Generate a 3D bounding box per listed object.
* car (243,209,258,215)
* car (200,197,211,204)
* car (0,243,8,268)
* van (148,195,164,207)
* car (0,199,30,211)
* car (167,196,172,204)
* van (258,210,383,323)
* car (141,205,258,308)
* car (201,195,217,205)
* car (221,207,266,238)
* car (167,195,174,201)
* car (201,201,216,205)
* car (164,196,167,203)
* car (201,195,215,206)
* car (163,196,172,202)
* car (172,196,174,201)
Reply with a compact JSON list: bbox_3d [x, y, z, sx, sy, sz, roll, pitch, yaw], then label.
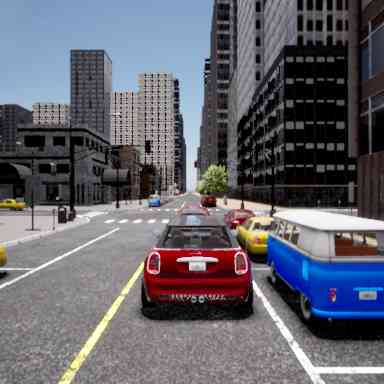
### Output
[{"bbox_3d":[2.681,1.523,12.757,1.752,1.417,4.829,0,0,0],"label":"car"},{"bbox_3d":[2.654,1.637,67.210,1.947,1.339,4.313,0,0,0],"label":"car"},{"bbox_3d":[-5.696,1.524,6.749,1.752,1.417,4.829,0,0,0],"label":"car"},{"bbox_3d":[-5.719,1.381,50.632,1.690,1.788,3.998,0,0,0],"label":"van"},{"bbox_3d":[-21.428,1.458,38.455,4.829,1.417,1.752,0,0,0],"label":"car"},{"bbox_3d":[-5.727,1.511,67.204,1.967,1.590,4.097,0,0,0],"label":"car"},{"bbox_3d":[2.684,1.339,6.923,1.690,1.788,3.998,0,0,0],"label":"van"},{"bbox_3d":[0.095,1.350,8.064,2.097,1.767,4.553,0,0,0],"label":"car"},{"bbox_3d":[2.661,1.355,50.638,2.192,1.841,5.009,0,0,0],"label":"car"},{"bbox_3d":[2.678,1.582,18.250,1.802,1.307,4.206,0,0,0],"label":"car"},{"bbox_3d":[-5.738,1.649,89.129,1.752,1.417,4.829,0,0,0],"label":"car"},{"bbox_3d":[0.091,1.477,17.271,1.882,1.535,5.008,0,0,0],"label":"car"},{"bbox_3d":[-5.721,1.490,56.155,1.967,1.590,4.097,0,0,0],"label":"car"},{"bbox_3d":[2.658,1.364,56.162,2.192,1.841,5.009,0,0,0],"label":"car"},{"bbox_3d":[-5.732,1.646,78.251,2.008,1.369,4.403,0,0,0],"label":"car"},{"bbox_3d":[-5.729,1.634,72.727,2.008,1.369,4.403,0,0,0],"label":"car"}]
